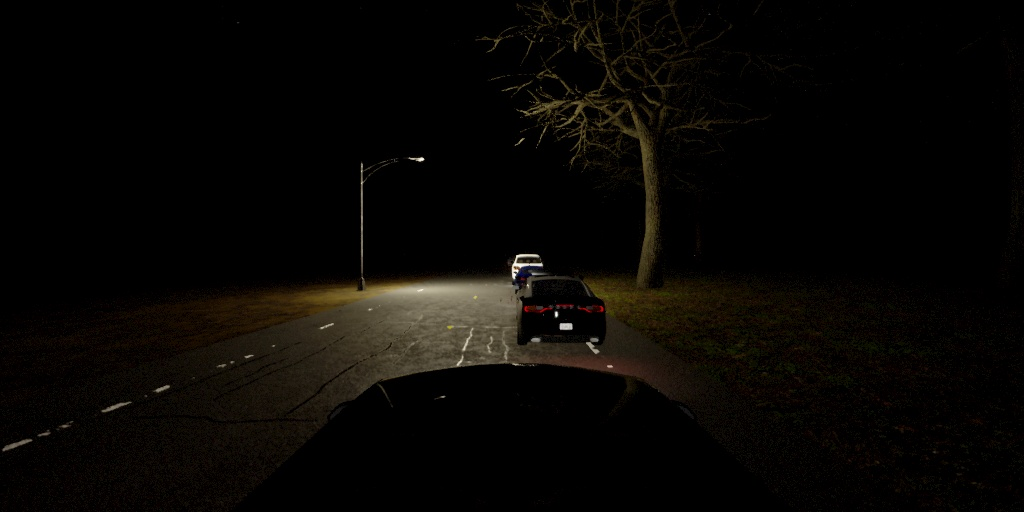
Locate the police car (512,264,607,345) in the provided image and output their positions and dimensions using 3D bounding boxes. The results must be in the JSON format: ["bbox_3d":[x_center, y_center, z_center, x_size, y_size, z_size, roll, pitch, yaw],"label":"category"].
[{"bbox_3d":[1.058,1.167,9.582,1.930,1.638,5.238,0,0,0],"label":"police car"}]

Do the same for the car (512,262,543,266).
[{"bbox_3d":[1.069,1.244,19.472,1.812,1.442,4.674,0,0,0],"label":"car"}]

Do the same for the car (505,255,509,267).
[{"bbox_3d":[0.120,0.932,54.478,1.812,1.442,4.674,0,1,0],"label":"car"}]

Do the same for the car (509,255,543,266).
[{"bbox_3d":[1.076,0.919,25.503,2.150,2.045,5.566,0,0,0],"label":"car"}]
